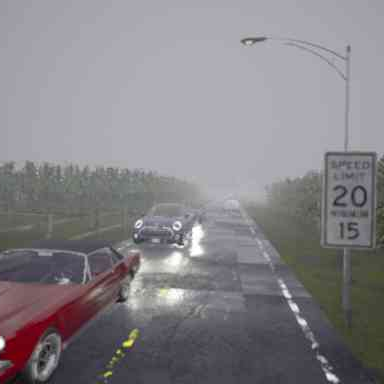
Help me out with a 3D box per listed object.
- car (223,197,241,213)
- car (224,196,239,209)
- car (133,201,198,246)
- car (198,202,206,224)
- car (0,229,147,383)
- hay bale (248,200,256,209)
[{"bbox_3d":[4.679,1.637,39.127,1.812,1.442,4.674,1,0,7],"label":"car"},{"bbox_3d":[5.943,1.484,49.663,2.097,1.767,4.553,1,0,8],"label":"car"},{"bbox_3d":[-1.158,1.325,15.230,2.097,1.767,4.553,1,0,7],"label":"car"},{"bbox_3d":[0.036,1.494,25.148,2.128,1.511,4.902,1,0,7],"label":"car"},{"bbox_3d":[-2.345,1.542,5.445,1.895,1.301,4.718,1,0,7],"label":"car"},{"bbox_3d":[9.038,1.866,50.157,1.220,1.180,1.240,1,-1,7],"label":"hay bale"}]
